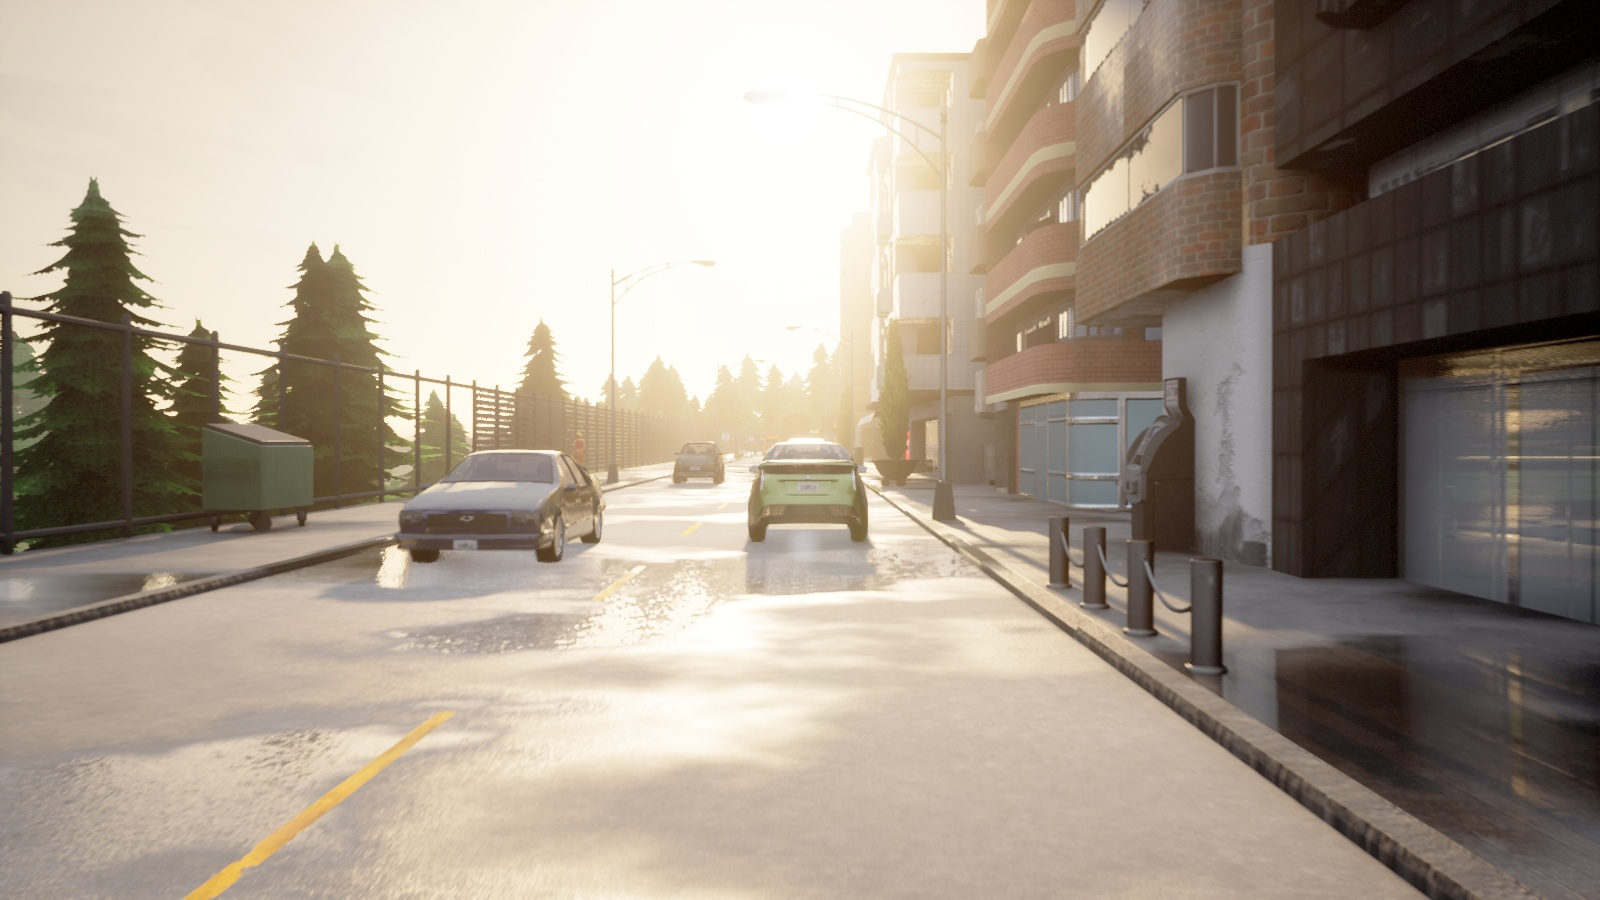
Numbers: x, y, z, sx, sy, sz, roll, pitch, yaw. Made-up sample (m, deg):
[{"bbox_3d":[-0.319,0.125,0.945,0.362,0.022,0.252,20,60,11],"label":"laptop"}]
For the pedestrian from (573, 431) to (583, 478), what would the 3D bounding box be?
[{"bbox_3d":[-8.645,0.173,48.970,0.345,1.836,0.594,0,0,-14],"label":"pedestrian"}]

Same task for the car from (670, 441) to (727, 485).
[{"bbox_3d":[-3.725,0.460,46.488,1.789,1.549,3.705,0,0,0],"label":"car"}]

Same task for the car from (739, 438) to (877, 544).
[{"bbox_3d":[0.129,0.578,20.411,2.007,1.525,4.514,0,0,0],"label":"car"}]

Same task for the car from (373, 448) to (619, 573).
[{"bbox_3d":[-3.890,0.694,17.147,2.033,1.411,5.357,0,0,0],"label":"car"}]
